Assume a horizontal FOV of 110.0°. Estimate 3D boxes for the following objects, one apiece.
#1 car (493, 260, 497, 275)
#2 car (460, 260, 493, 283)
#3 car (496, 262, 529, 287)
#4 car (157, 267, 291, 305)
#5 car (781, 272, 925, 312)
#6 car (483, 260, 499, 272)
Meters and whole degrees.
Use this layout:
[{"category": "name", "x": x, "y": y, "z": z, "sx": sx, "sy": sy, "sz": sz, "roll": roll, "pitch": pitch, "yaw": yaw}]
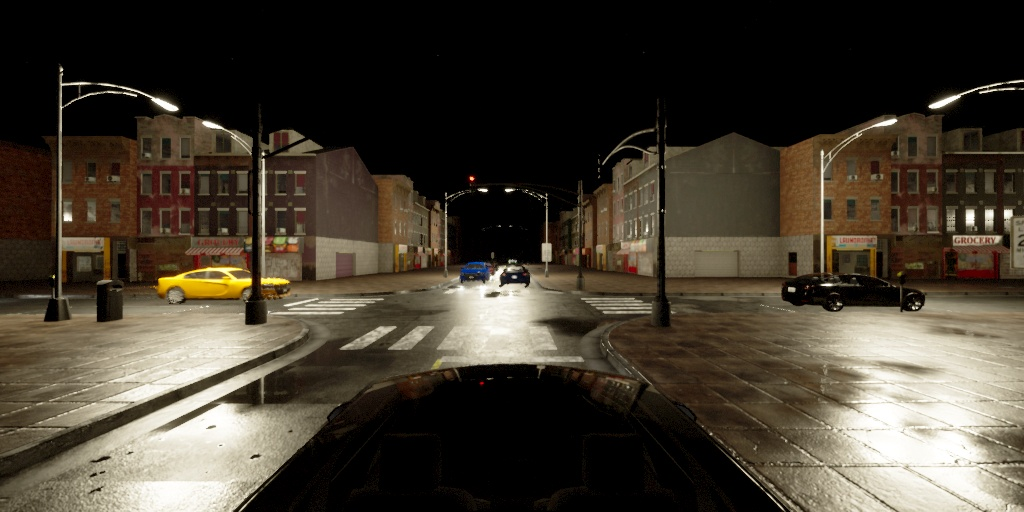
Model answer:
[{"category": "car", "x": -2.833, "y": 1.330, "z": 37.864, "sx": 1.994, "sy": 1.385, "sz": 4.181, "roll": 0, "pitch": 0, "yaw": 0}, {"category": "car", "x": -2.822, "y": 1.237, "z": 27.913, "sx": 1.882, "sy": 1.535, "sz": 5.008, "roll": 0, "pitch": 0, "yaw": 1}, {"category": "car", "x": 0.193, "y": 1.321, "z": 24.852, "sx": 1.994, "sy": 1.385, "sz": 4.181, "roll": 0, "pitch": 0, "yaw": 2}, {"category": "car", "x": -12.525, "y": 1.263, "z": 15.791, "sx": 5.008, "sy": 1.535, "sz": 1.882, "roll": 0, "pitch": 0, "yaw": -1}, {"category": "car", "x": 12.359, "y": 1.266, "z": 13.169, "sx": 4.313, "sy": 1.339, "sz": 1.948, "roll": 0, "pitch": 0, "yaw": 0}, {"category": "car", "x": -2.817, "y": 1.280, "z": 48.268, "sx": 1.837, "sy": 1.490, "sz": 4.892, "roll": 0, "pitch": 0, "yaw": 0}]
